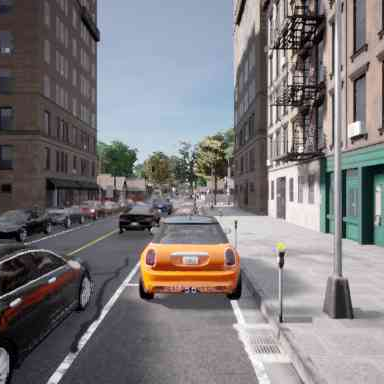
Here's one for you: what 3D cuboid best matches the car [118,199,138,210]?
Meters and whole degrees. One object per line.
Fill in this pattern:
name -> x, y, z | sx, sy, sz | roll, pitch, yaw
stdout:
car -> -8.408, 1.600, 43.945 | 1.802, 1.307, 4.206 | 0, 0, 0

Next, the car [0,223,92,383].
car -> -2.920, 1.506, 4.815 | 1.837, 1.490, 4.892 | 0, 0, 0

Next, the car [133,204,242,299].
car -> -0.033, 1.353, 8.620 | 2.097, 1.767, 4.553 | 0, 0, 0

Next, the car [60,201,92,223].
car -> -8.408, 1.553, 21.869 | 2.008, 1.369, 4.403 | 0, 0, 0

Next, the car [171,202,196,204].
car -> -0.383, 1.584, 21.873 | 1.802, 1.307, 4.206 | 0, 0, 0

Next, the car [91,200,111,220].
car -> -8.408, 1.446, 27.388 | 1.967, 1.590, 4.097 | 0, 0, 0

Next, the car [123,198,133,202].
car -> -8.408, 1.454, 38.426 | 1.967, 1.590, 4.097 | 0, 0, 0

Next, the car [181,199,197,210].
car -> -0.383, 1.584, 43.946 | 1.947, 1.339, 4.313 | 0, 0, 0

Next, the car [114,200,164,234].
car -> -2.921, 1.479, 19.423 | 1.882, 1.535, 5.008 | 0, 0, 0

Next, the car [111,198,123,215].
car -> -8.408, 1.535, 32.737 | 1.752, 1.417, 4.829 | 0, 0, 0

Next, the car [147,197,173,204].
car -> -3.019, 1.363, 33.679 | 2.097, 1.767, 4.553 | 0, 0, 0

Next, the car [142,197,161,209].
car -> -5.770, 1.549, 48.021 | 2.128, 1.511, 4.902 | 0, 0, 0

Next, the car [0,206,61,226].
car -> -8.408, 1.567, 16.351 | 1.947, 1.339, 4.313 | 0, 0, 0

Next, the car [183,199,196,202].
car -> -0.383, 1.531, 27.562 | 1.752, 1.417, 4.829 | 0, 0, 0

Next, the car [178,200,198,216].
car -> -0.383, 1.554, 32.910 | 1.887, 1.381, 4.507 | 0, 0, 0

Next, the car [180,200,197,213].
car -> -0.383, 1.596, 38.428 | 1.802, 1.307, 4.206 | 0, 0, 0
